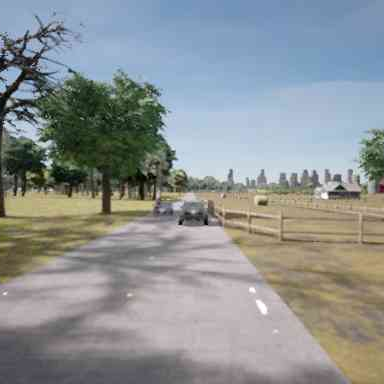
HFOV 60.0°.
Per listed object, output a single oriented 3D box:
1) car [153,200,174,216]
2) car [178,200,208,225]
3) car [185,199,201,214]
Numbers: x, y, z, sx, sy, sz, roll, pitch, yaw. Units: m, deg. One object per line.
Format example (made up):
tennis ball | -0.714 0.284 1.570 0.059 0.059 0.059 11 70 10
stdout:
car | -2.827 1.605 33.744 2.128 1.511 4.902 0 0 0
car | 0.103 1.419 24.882 2.097 1.767 4.553 0 0 0
car | 0.109 1.655 38.778 1.837 1.490 4.892 0 0 0
